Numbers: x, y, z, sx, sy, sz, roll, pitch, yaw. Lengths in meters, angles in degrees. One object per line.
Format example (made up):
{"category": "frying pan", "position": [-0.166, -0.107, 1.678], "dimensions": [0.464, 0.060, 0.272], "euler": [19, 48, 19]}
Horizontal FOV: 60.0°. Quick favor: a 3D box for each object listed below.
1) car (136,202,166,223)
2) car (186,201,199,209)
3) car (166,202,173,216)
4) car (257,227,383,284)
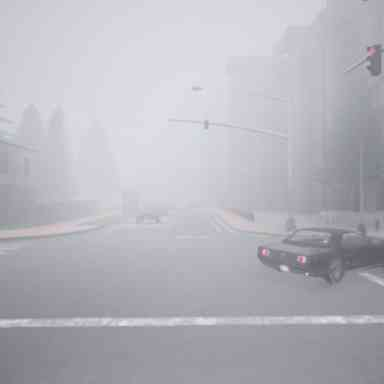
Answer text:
{"category": "car", "position": [-3.599, 1.826, 28.732], "dimensions": [1.812, 1.442, 4.674], "euler": [0, -1, 1]}
{"category": "car", "position": [0.090, 2.132, 54.524], "dimensions": [1.994, 1.385, 4.181], "euler": [0, -1, 0]}
{"category": "car", "position": [-3.596, 1.995, 37.752], "dimensions": [1.895, 1.301, 4.718], "euler": [0, -1, 0]}
{"category": "car", "position": [4.269, 1.716, 9.907], "dimensions": [4.718, 1.301, 1.895], "euler": [1, -1, -34]}
